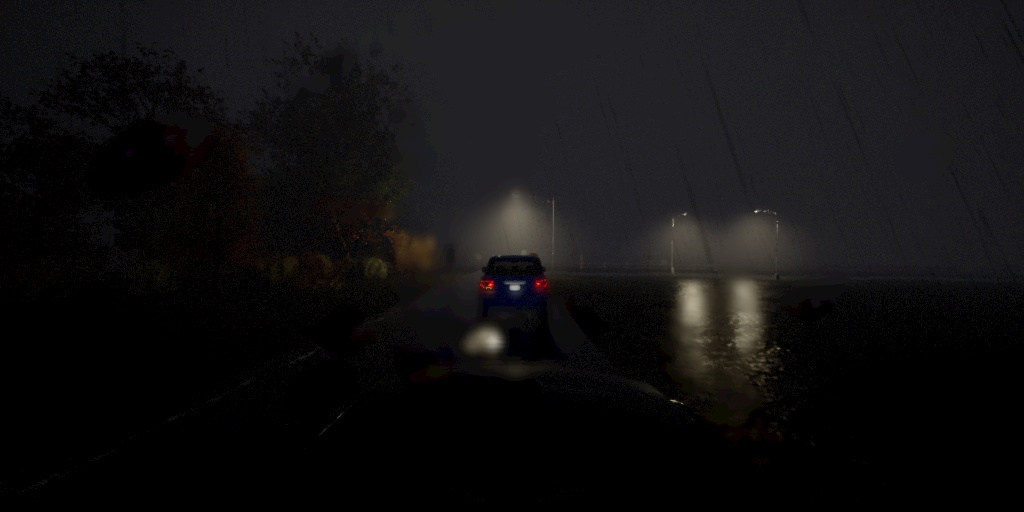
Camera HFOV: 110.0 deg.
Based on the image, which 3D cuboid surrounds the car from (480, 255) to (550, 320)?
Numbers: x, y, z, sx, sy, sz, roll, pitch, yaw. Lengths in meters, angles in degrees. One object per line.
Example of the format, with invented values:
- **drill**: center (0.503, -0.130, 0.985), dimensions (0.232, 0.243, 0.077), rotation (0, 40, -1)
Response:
- **car**: center (0.079, 0.978, 12.859), dimensions (2.150, 2.045, 5.566), rotation (0, 0, 0)
